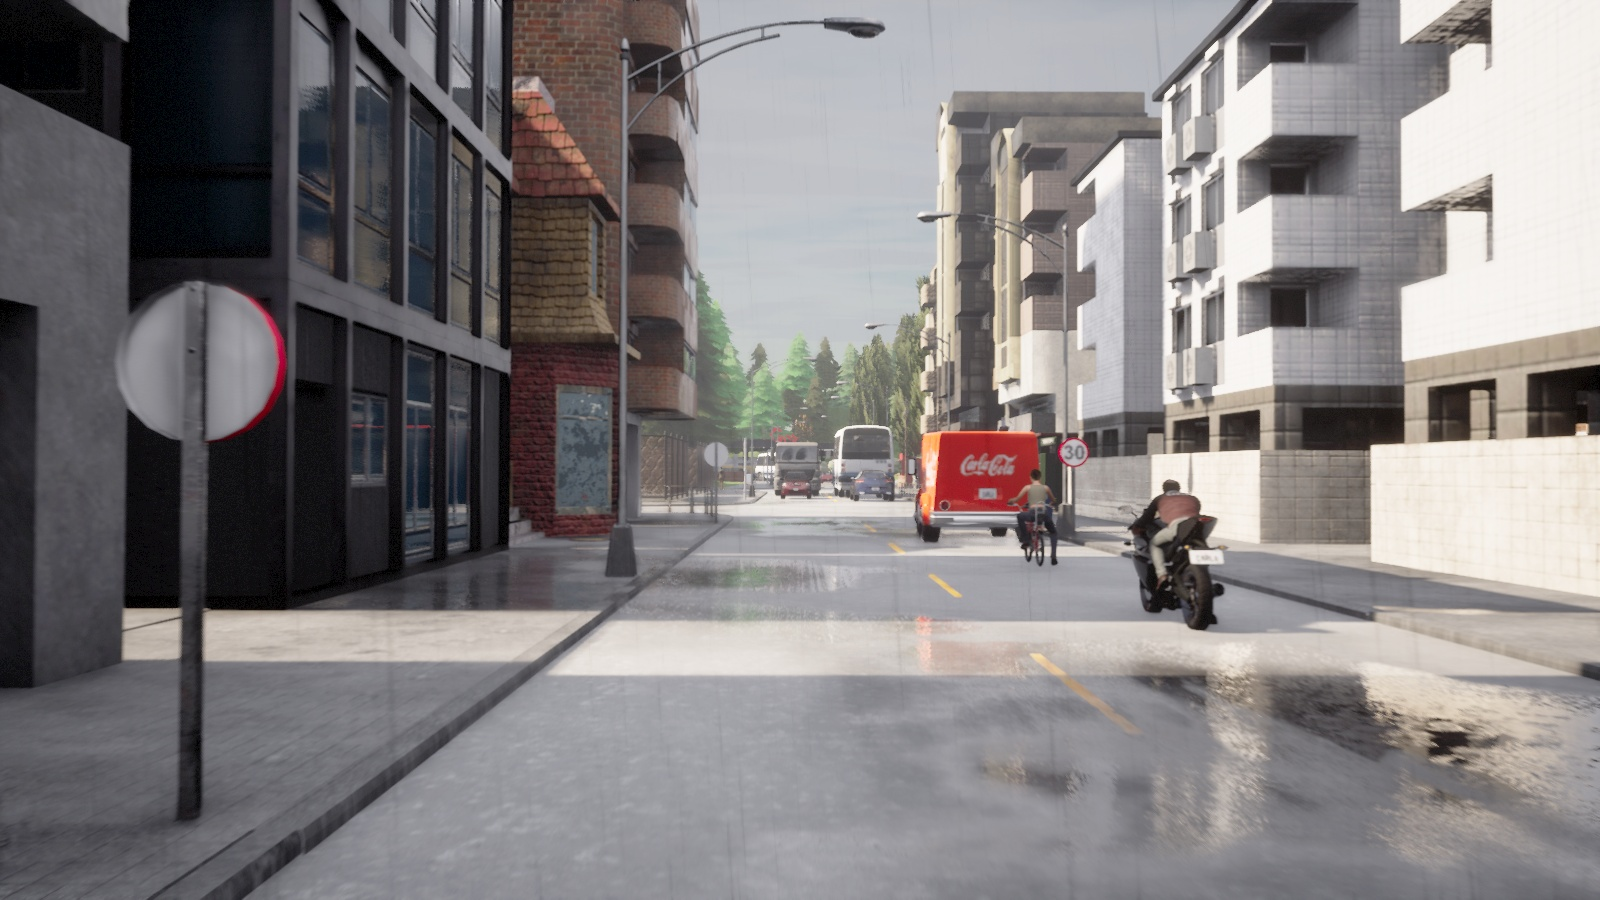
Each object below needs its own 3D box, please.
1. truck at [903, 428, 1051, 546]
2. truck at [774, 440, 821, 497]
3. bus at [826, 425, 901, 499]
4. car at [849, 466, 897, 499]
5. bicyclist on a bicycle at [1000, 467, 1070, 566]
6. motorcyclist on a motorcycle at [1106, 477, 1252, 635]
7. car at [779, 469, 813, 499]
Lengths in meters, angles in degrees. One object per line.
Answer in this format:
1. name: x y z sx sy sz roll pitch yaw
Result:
1. truck: 3.937 0.804 29.000 2.627 2.467 5.204 0 -1 -1
2. truck: -0.220 1.198 81.417 2.891 3.462 7.936 0 -1 -1
3. bus: 3.774 0.724 77.606 3.944 4.253 10.273 0 0 -1
4. car: 3.825 1.697 66.785 2.152 1.651 5.027 0 -1 -1
5. bicyclist on a bicycle: 3.955 1.091 21.211 0.866 1.612 1.509 0 -1 -1
6. motorcyclist on a motorcycle: 3.966 1.058 13.350 0.866 1.530 2.191 0 -1 0
7. car: -0.202 1.908 71.284 1.851 1.617 3.988 0 -1 0
